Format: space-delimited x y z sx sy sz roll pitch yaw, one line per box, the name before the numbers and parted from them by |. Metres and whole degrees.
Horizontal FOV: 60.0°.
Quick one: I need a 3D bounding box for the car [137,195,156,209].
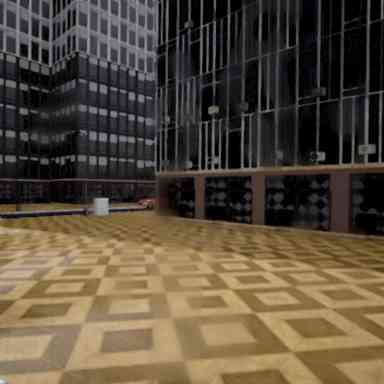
car | -4.935 1.212 42.934 2.097 1.767 4.553 1 1 44
